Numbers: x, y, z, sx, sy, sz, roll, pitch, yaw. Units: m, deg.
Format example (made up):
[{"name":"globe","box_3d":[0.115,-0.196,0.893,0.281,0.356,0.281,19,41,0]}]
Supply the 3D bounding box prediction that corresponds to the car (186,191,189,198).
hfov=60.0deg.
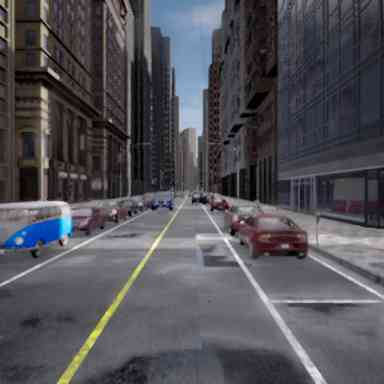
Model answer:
[{"name":"car","box_3d":[-0.001,0.829,85.937,1.994,1.385,4.181,0,0,0]}]

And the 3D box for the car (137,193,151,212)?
[{"name":"car","box_3d":[-5.760,1.192,34.489,1.967,1.590,4.097,0,0,0]}]

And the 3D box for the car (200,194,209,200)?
[{"name":"car","box_3d":[2.764,1.065,73.715,1.802,1.307,4.206,0,0,0]}]

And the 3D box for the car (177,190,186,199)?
[{"name":"car","box_3d":[-3.001,0.656,76.901,2.150,2.045,5.566,0,0,0]}]

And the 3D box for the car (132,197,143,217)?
[{"name":"car","box_3d":[-5.761,1.358,28.889,1.947,1.339,4.313,0,0,0]}]

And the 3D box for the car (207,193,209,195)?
[{"name":"car","box_3d":[2.764,1.199,51.308,1.947,1.339,4.313,0,0,0]}]

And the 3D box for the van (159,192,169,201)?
[{"name":"van","box_3d":[-5.761,0.860,68.098,1.690,1.788,3.998,0,0,0]}]

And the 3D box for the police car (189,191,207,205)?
[{"name":"police car","box_3d":[0.858,1.060,51.264,1.930,1.638,5.238,0,0,0]}]

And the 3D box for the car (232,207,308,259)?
[{"name":"car","box_3d":[2.765,1.457,12.094,1.887,1.381,4.507,0,0,0]}]

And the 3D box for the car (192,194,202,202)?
[{"name":"car","box_3d":[0.840,1.071,61.158,1.837,1.490,4.892,0,0,0]}]

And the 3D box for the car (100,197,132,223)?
[{"name":"car","box_3d":[-5.760,1.272,23.286,1.967,1.590,4.097,0,0,0]}]

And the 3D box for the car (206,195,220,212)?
[{"name":"car","box_3d":[2.765,1.297,34.501,1.887,1.381,4.507,0,0,0]}]

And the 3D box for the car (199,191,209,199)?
[{"name":"car","box_3d":[2.764,0.761,79.315,2.192,1.841,5.009,0,0,0]}]

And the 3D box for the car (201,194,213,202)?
[{"name":"car","box_3d":[2.764,1.108,62.511,2.008,1.369,4.403,0,0,0]}]

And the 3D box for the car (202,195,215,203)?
[{"name":"car","box_3d":[2.764,1.161,56.910,1.947,1.339,4.313,0,0,0]}]

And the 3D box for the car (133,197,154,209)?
[{"name":"car","box_3d":[-5.761,1.278,40.092,1.947,1.339,4.313,0,0,0]}]

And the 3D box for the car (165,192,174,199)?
[{"name":"car","box_3d":[-5.761,0.850,84.904,1.967,1.590,4.097,0,0,0]}]

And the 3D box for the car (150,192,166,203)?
[{"name":"car","box_3d":[-5.760,0.910,56.895,2.192,1.841,5.009,0,0,0]}]

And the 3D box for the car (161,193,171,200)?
[{"name":"car","box_3d":[-5.761,1.009,73.530,1.752,1.417,4.829,0,0,0]}]

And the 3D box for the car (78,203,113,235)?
[{"name":"car","box_3d":[-5.760,1.454,17.685,1.802,1.307,4.206,0,0,0]}]

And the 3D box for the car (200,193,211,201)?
[{"name":"car","box_3d":[2.764,0.959,68.113,1.967,1.590,4.097,0,0,0]}]

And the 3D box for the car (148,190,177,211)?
[{"name":"car","box_3d":[-3.098,0.963,35.942,2.150,2.045,5.566,0,0,0]}]

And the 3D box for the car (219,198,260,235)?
[{"name":"car","box_3d":[2.765,1.312,17.695,1.967,1.590,4.097,0,0,0]}]

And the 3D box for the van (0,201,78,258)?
[{"name":"van","box_3d":[-5.760,1.253,12.083,1.690,1.788,3.998,0,0,0]}]
